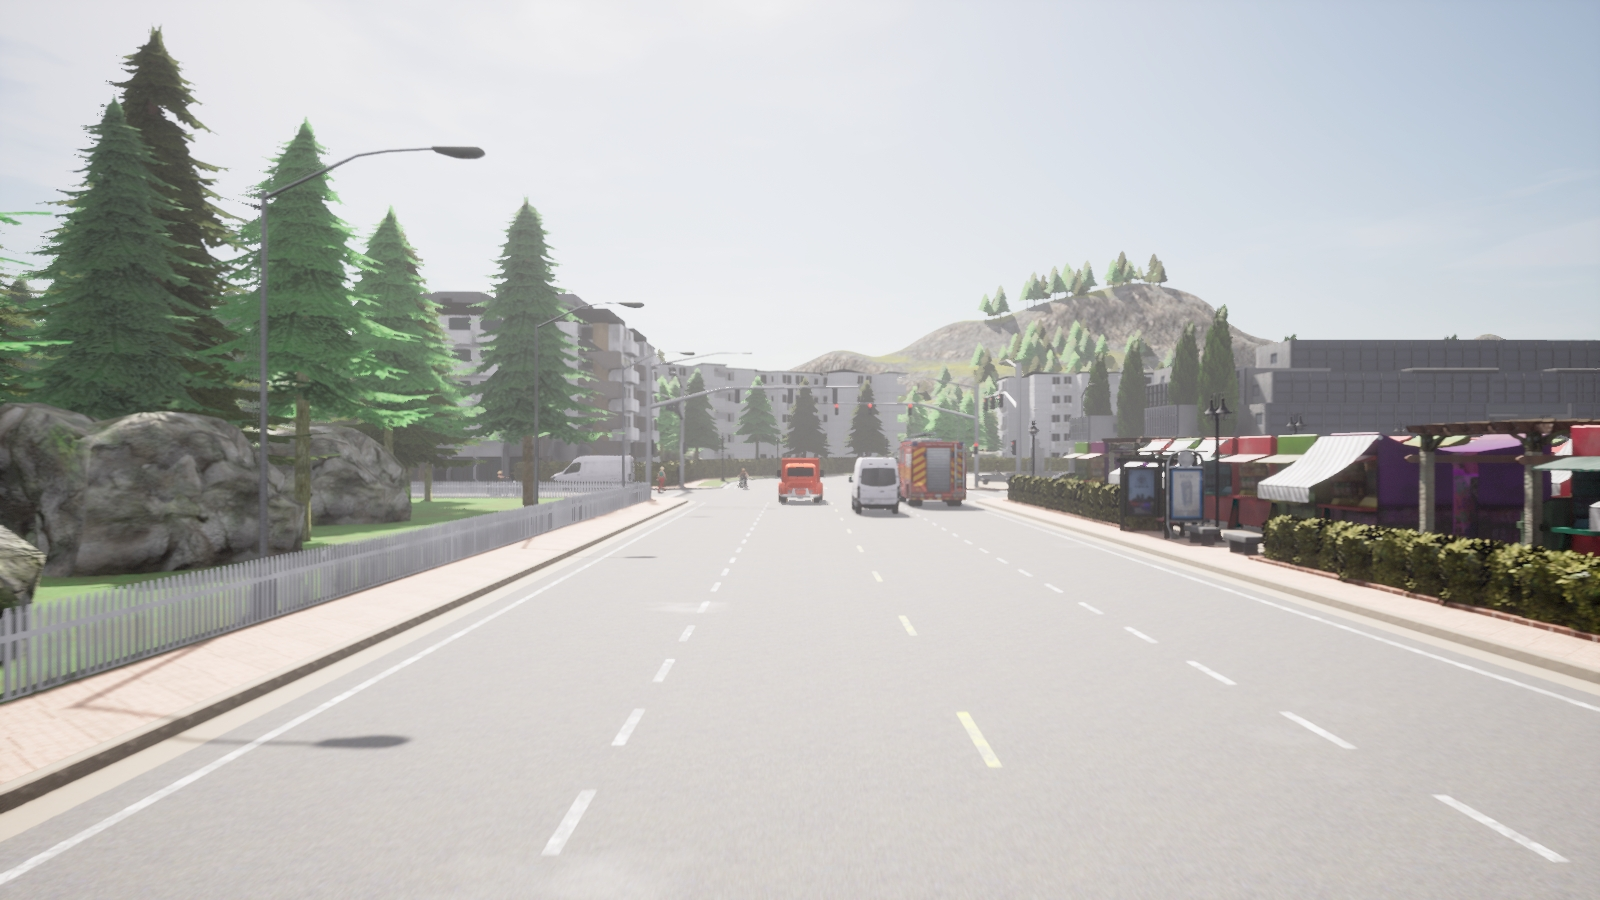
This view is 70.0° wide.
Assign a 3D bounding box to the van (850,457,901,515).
[{"bbox_3d":[3.502,1.628,53.763,1.988,2.561,5.915,0,0,0],"label":"van"}]

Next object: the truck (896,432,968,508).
[{"bbox_3d":[7.011,1.000,61.761,2.891,3.827,8.468,0,0,0],"label":"truck"}]

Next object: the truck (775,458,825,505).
[{"bbox_3d":[0.023,1.674,63.329,2.627,2.467,5.204,0,0,0],"label":"truck"}]
